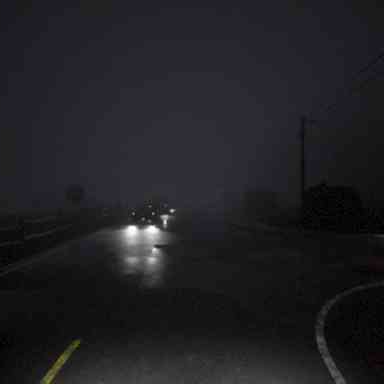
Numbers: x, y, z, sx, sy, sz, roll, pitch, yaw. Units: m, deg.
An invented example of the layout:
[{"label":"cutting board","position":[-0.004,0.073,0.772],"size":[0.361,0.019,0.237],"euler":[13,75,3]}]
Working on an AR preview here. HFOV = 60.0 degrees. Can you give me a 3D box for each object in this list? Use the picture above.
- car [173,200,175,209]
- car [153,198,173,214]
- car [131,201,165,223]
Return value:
[{"label":"car","position":[-3.484,1.591,47.771],"size":[1.882,1.535,5.008],"euler":[0,0,0]},{"label":"car","position":[-3.520,1.438,36.104],"size":[2.097,1.767,4.553],"euler":[0,0,0]},{"label":"car","position":[-3.544,1.664,26.371],"size":[1.895,1.301,4.718],"euler":[0,0,0]}]
